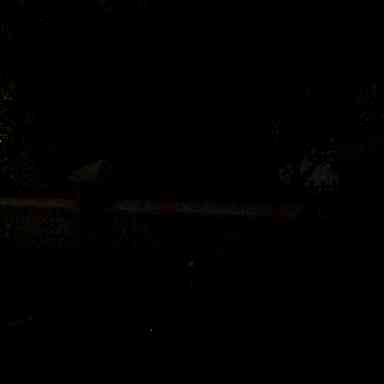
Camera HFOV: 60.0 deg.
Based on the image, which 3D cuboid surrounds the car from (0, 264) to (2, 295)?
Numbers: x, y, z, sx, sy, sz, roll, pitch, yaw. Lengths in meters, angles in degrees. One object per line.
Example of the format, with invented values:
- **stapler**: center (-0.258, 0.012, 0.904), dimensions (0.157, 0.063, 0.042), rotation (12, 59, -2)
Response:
- **car**: center (-5.591, 1.524, 6.711), dimensions (4.507, 1.381, 1.887), rotation (0, 0, 36)
